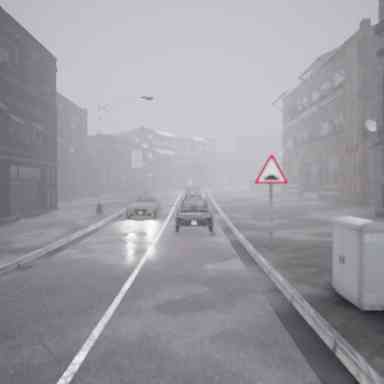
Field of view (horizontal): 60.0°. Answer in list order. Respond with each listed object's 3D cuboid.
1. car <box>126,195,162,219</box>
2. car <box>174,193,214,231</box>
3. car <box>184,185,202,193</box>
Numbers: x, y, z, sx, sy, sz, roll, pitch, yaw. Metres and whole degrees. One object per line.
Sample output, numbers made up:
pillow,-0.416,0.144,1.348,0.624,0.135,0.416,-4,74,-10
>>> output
car,-3.093,0.916,21.984,1.994,1.385,4.181,0,4,0
car,0.102,1.082,17.469,2.128,1.511,4.902,0,3,0
car,0.108,-0.021,36.582,2.033,1.411,5.357,0,4,0
